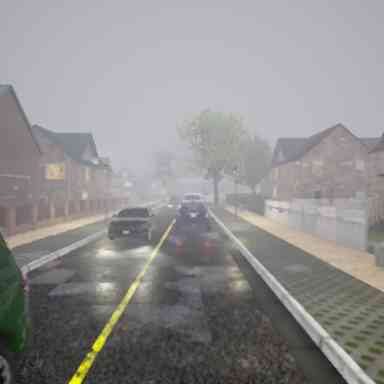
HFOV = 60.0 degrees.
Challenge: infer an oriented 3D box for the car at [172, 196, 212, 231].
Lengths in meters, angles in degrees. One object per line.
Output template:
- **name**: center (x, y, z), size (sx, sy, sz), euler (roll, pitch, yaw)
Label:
- **car**: center (0.075, 1.335, 20.706), size (2.097, 1.767, 4.553), euler (0, 0, 0)

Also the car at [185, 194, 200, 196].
- **car**: center (0.083, 1.183, 37.526), size (2.150, 2.045, 5.566), euler (0, 0, 0)

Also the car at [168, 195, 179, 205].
- **car**: center (-2.808, 1.287, 56.054), size (2.097, 1.767, 4.553), euler (0, 0, 0)

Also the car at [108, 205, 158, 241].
- **car**: center (-2.852, 1.465, 16.864), size (1.882, 1.535, 5.008), euler (0, 0, 0)

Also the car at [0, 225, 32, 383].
- **car**: center (-2.842, 1.223, 1.432), size (2.150, 2.045, 5.566), euler (0, 0, 0)
